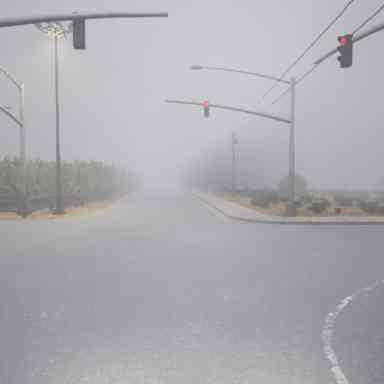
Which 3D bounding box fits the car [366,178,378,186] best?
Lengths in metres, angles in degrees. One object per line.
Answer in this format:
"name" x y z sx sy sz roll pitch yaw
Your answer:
"car" 42.117 -2.271 77.574 1.905 1.878 3.866 10 10 41
